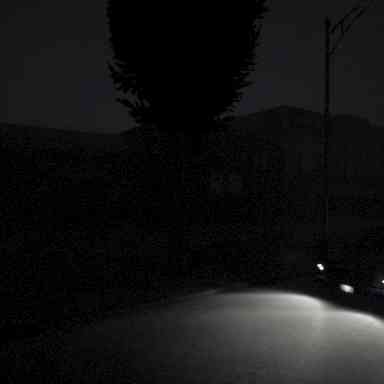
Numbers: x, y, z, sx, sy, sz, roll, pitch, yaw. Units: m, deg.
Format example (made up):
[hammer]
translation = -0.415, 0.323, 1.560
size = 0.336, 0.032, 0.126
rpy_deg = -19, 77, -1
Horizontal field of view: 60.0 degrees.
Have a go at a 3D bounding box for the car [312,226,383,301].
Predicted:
[car]
translation = 5.315, 1.555, 8.169
size = 5.357, 1.411, 2.033
rpy_deg = 0, 0, -34
